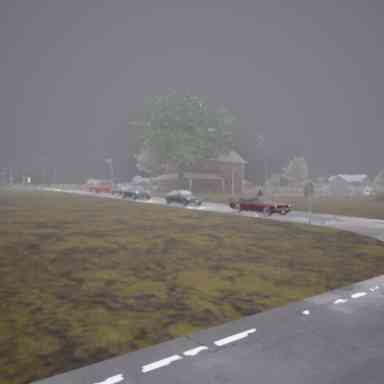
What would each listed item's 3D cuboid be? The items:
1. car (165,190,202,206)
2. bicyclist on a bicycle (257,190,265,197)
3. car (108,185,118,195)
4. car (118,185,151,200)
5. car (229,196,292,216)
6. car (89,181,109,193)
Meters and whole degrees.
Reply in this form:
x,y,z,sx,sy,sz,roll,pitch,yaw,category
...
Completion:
x,y,z,sx,sy,sz,roll,pitch,yaw,category
-0.905,0.510,32.257,1.812,1.442,4.674,0,2,-36,car
6.589,0.606,32.069,1.656,1.620,0.582,0,2,-36,bicyclist on a bicycle
-10.687,-0.239,50.900,1.812,1.442,4.674,0,2,-35,car
-6.757,-0.027,40.436,2.097,1.767,4.553,0,2,-36,car
4.884,0.955,24.169,1.895,1.301,4.718,0,2,-36,car
-16.376,-0.871,58.747,2.150,2.045,5.566,0,2,-36,car
